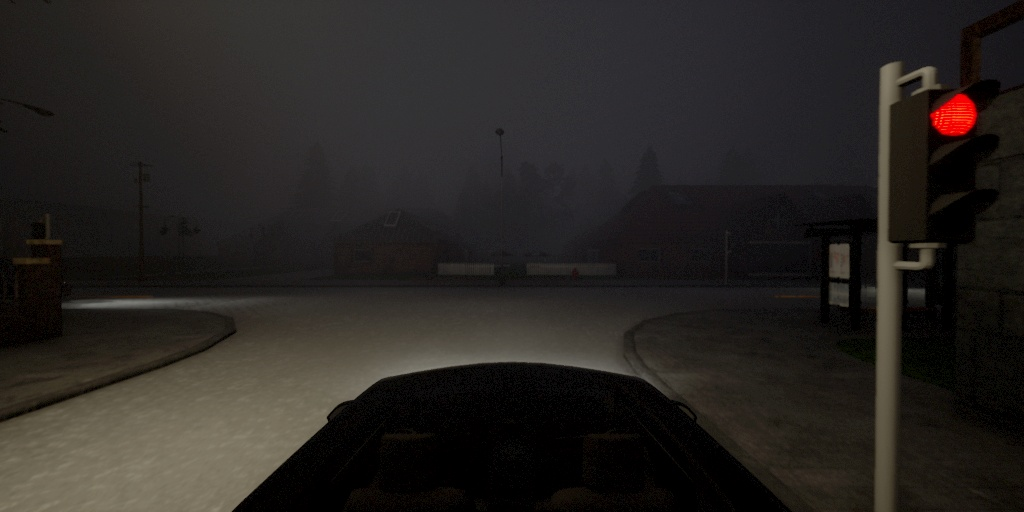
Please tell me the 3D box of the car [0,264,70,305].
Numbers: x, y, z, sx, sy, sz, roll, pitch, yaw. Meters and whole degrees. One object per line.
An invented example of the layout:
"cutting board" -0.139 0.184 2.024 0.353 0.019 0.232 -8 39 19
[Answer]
"car" -20.355 1.075 13.963 4.902 1.511 2.128 0 1 0
